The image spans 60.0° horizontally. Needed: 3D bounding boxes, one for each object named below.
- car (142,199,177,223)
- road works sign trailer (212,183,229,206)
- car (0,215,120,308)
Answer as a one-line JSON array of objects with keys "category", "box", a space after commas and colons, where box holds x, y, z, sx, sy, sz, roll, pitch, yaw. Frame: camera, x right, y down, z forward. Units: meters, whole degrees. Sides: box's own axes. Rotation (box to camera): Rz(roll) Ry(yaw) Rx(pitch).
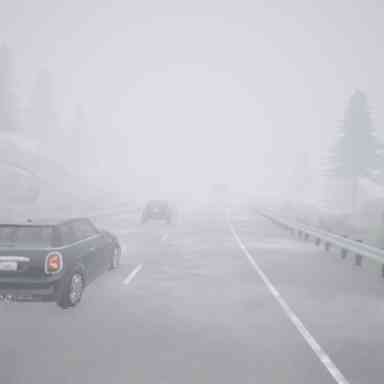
[{"category": "car", "box": [-2.346, 1.327, 25.126, 2.097, 1.767, 4.553, 0, 0, 4]}, {"category": "road works sign trailer", "box": [4.441, 0.423, 53.698, 2.380, 3.560, 2.880, 0, 0, 10]}, {"category": "car", "box": [-3.228, 1.341, 8.083, 2.097, 1.767, 4.553, 0, 0, 1]}]
